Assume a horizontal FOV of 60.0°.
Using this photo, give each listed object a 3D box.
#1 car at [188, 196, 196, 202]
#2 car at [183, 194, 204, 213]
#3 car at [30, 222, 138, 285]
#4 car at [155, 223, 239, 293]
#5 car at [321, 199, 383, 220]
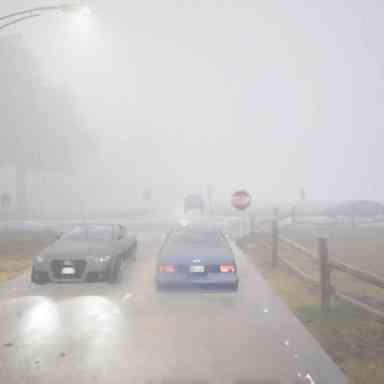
[{"bbox_3d":[-0.012,1.764,80.416,1.994,1.385,4.181,0,0,0],"label":"car"},{"bbox_3d":[0.209,1.251,38.075,2.150,2.045,5.566,0,0,-1],"label":"car"},{"bbox_3d":[-2.750,1.566,9.381,1.994,1.385,4.181,0,0,0],"label":"car"},{"bbox_3d":[0.095,1.549,8.999,2.033,1.411,5.357,0,0,0],"label":"car"},{"bbox_3d":[12.494,1.343,25.700,4.892,1.490,1.837,0,1,0],"label":"car"}]
